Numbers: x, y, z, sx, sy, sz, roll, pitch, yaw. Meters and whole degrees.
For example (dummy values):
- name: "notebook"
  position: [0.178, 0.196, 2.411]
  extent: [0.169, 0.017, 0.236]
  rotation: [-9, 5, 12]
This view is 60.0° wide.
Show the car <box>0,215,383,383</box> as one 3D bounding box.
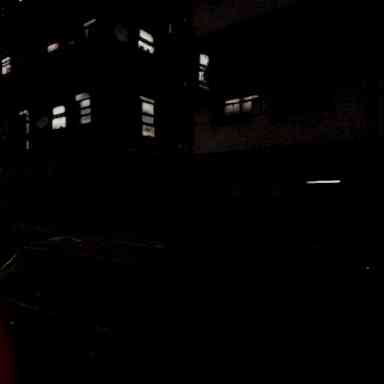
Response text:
- name: "car"
  position: [-0.804, 1.304, 3.465]
  extent: [5.009, 1.841, 2.192]
  rotation: [0, -1, 36]
